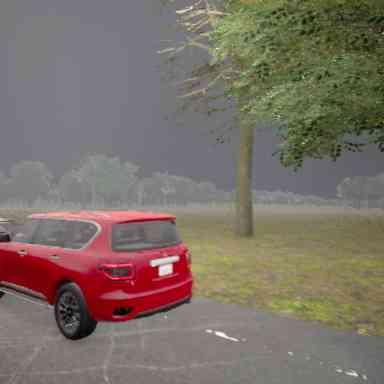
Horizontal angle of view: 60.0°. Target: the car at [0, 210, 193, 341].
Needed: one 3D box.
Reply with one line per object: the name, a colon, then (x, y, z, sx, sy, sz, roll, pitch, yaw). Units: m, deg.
car: (-2.530, 1.399, 7.129, 5.566, 2.045, 2.150, -1, -2, 38)
